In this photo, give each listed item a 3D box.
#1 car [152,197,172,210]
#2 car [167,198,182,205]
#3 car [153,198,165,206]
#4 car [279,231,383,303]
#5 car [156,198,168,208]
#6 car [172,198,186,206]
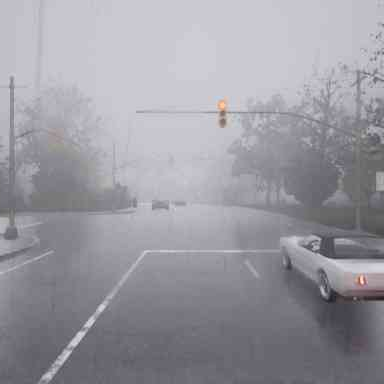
[{"bbox_3d":[-4.046,1.412,43.081,2.097,1.767,4.553,0,-1,-3],"label":"car"},{"bbox_3d":[-4.438,2.334,83.047,2.128,1.511,4.902,0,-1,-22],"label":"car"},{"bbox_3d":[-6.284,1.895,63.488,1.882,1.535,5.008,0,-1,-10],"label":"car"},{"bbox_3d":[3.598,1.598,8.170,1.895,1.301,4.718,0,0,0],"label":"car"},{"bbox_3d":[-4.827,1.705,53.183,1.837,1.490,4.892,0,-1,-7],"label":"car"},{"bbox_3d":[-2.343,1.978,62.361,1.895,1.301,4.718,0,-1,-10],"label":"car"}]
